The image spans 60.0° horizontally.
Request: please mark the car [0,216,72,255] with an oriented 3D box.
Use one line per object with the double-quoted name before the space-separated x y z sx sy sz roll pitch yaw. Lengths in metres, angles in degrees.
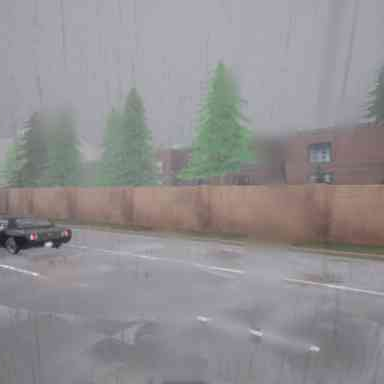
"car" -6.961 1.589 13.259 4.718 1.301 1.895 0 0 36
